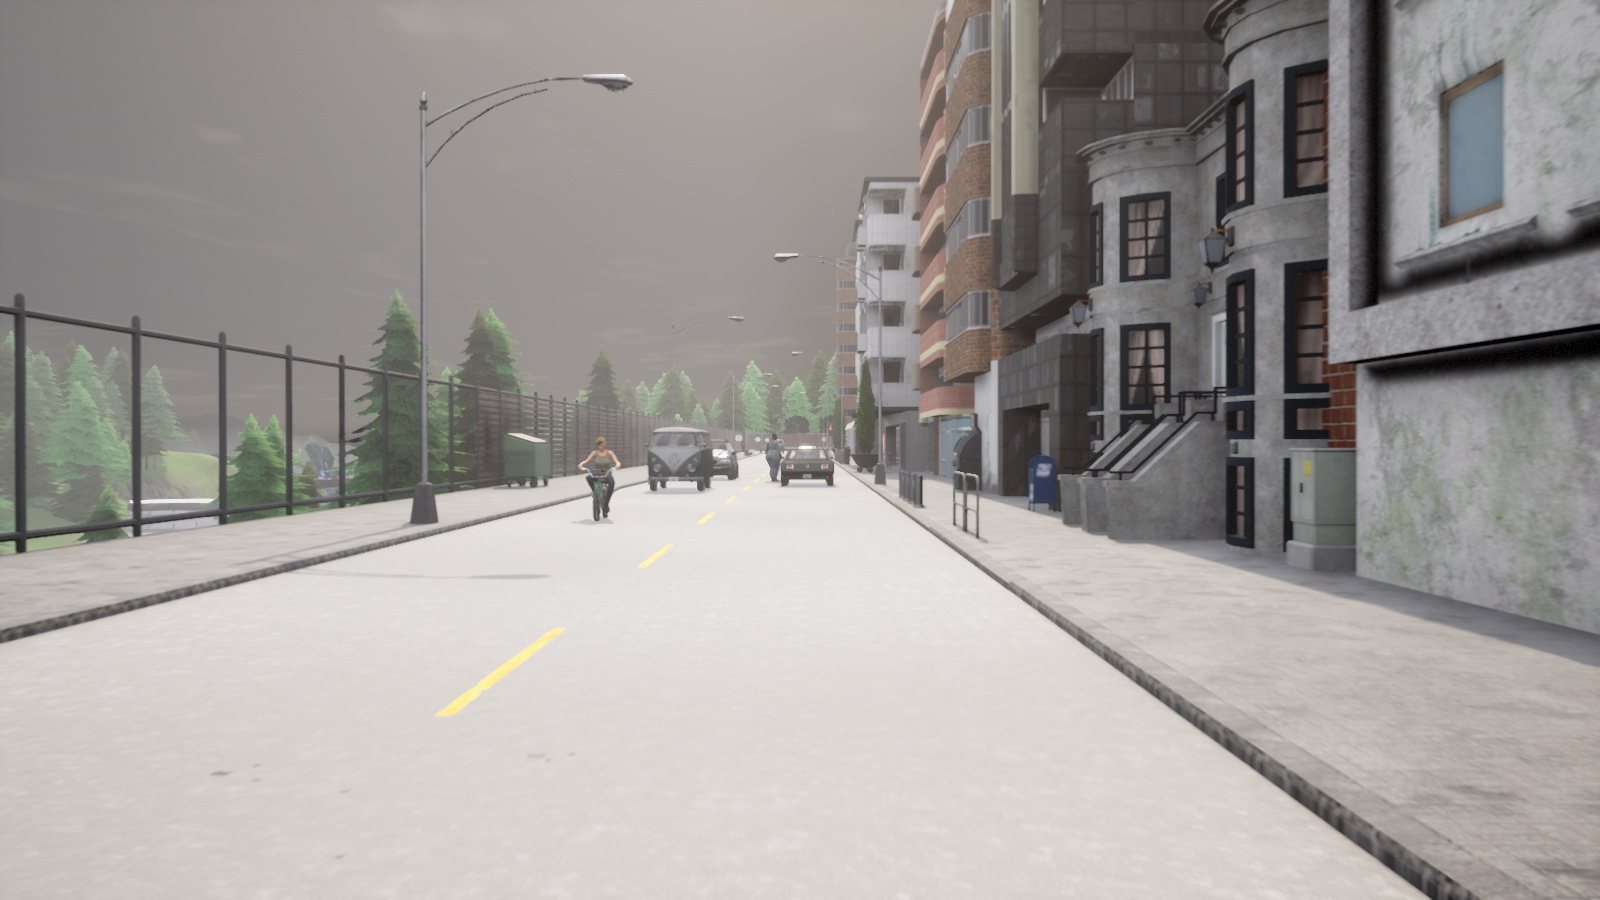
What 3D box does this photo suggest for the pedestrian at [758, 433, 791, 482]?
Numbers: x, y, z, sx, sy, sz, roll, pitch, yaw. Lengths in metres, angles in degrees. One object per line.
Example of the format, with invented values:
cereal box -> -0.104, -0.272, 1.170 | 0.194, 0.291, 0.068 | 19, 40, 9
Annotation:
pedestrian -> -0.983, 0.272, 47.775 | 0.874, 1.855, 0.900 | 0, 0, 45

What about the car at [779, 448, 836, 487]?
car -> 0.264, 0.595, 44.667 | 1.895, 1.301, 4.718 | 0, 0, 0

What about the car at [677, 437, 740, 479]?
car -> -3.697, 0.298, 51.487 | 2.242, 1.667, 4.611 | 0, 0, 0

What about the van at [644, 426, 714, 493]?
van -> -3.763, 0.273, 39.638 | 1.775, 1.987, 4.442 | 0, 0, 0

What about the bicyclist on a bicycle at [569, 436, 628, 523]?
bicyclist on a bicycle -> -3.845, 0.544, 24.071 | 0.866, 1.612, 1.509 | 0, 0, 1
